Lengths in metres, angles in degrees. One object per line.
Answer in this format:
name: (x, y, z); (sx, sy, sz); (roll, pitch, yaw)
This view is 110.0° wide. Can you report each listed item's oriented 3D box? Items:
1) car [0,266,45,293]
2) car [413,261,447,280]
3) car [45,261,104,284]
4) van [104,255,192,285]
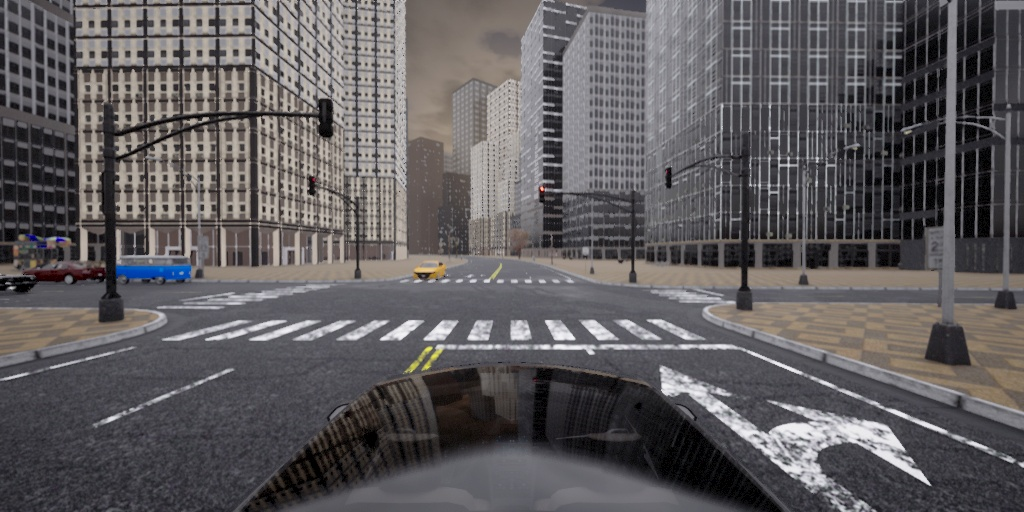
car: (-25.557, 1.174, 16.805); (4.718, 1.301, 1.895); (0, 1, 1)
car: (-6.558, 1.122, 28.988); (1.882, 1.535, 5.008); (0, 2, 0)
car: (-28.239, 1.031, 22.689); (4.507, 1.381, 1.888); (0, 0, 1)
van: (-22.701, 0.852, 22.655); (3.998, 1.789, 1.690); (0, 0, 1)
